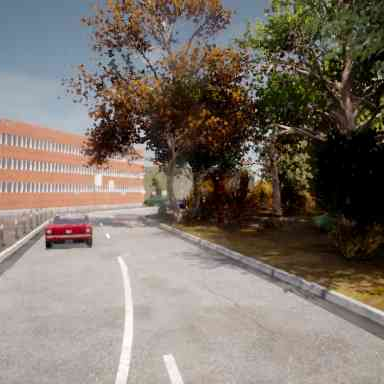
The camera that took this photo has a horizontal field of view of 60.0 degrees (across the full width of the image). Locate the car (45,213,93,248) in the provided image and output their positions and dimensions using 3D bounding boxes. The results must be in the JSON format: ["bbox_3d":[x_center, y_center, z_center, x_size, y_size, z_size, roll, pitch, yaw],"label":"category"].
[{"bbox_3d":[-5.520,1.644,15.202,1.895,1.301,4.718,0,0,-18],"label":"car"}]

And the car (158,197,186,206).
[{"bbox_3d":[-3.817,1.848,63.942,5.008,1.535,2.097,0,0,21],"label":"car"}]

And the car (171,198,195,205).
[{"bbox_3d":[-1.826,1.909,69.230,4.674,1.452,2.002,0,0,21],"label":"car"}]

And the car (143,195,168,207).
[{"bbox_3d":[-5.827,1.571,58.660,5.566,2.045,2.435,0,0,21],"label":"car"}]

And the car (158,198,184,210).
[{"bbox_3d":[-2.393,1.887,45.808,1.895,1.301,4.718,0,0,21],"label":"car"}]
